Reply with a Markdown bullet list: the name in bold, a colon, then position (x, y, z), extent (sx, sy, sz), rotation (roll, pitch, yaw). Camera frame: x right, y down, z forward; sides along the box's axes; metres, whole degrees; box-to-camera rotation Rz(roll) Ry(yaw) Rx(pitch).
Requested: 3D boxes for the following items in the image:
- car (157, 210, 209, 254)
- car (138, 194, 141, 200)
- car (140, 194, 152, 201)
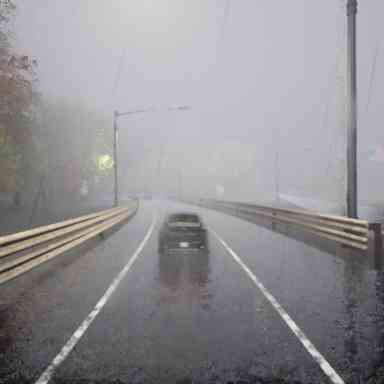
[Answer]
- **car**: position (-0.370, 1.503, 13.582), extent (1.837, 1.490, 4.892), rotation (0, 0, -3)
- **car**: position (-13.676, 1.391, 91.226), extent (2.128, 1.511, 4.902), rotation (0, 0, -17)
- **car**: position (-10.865, 1.446, 81.405), extent (1.837, 1.490, 4.892), rotation (0, 0, -15)
